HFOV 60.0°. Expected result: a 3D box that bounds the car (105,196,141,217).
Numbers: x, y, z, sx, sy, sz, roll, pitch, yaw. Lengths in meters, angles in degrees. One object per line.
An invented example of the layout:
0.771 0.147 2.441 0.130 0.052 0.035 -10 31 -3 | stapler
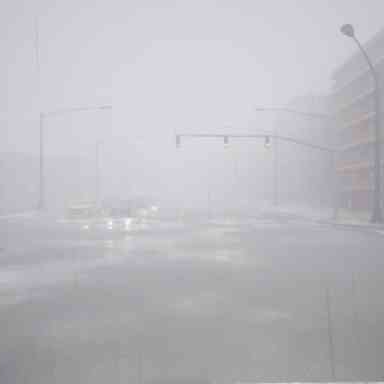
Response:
-6.297 1.436 30.998 1.837 1.490 4.892 0 1 0 | car

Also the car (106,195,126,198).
-9.749 1.324 40.174 1.837 1.490 4.892 0 1 0 | car

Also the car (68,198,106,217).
-9.793 1.416 30.689 1.882 1.535 5.008 0 1 0 | car

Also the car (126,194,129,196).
-9.706 1.167 50.392 1.837 1.490 4.892 0 1 0 | car

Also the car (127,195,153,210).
-6.250 1.321 40.401 1.837 1.490 4.892 0 1 0 | car

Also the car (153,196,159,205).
-6.208 1.264 50.284 1.895 1.301 4.718 0 1 0 | car
